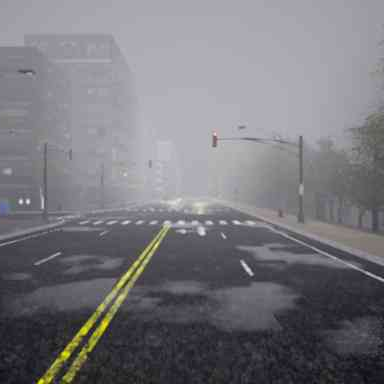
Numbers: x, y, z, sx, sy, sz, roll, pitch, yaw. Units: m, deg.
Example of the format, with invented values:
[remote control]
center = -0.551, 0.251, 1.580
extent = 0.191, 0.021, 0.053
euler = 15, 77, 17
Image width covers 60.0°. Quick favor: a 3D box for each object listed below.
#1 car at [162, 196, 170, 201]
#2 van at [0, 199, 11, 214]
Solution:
[car]
center = -6.492, 1.632, 83.692
extent = 1.812, 1.442, 4.674
euler = 0, 0, 0
[van]
center = -22.726, 1.637, 37.575
extent = 3.998, 1.788, 1.690
euler = -1, 1, -1
